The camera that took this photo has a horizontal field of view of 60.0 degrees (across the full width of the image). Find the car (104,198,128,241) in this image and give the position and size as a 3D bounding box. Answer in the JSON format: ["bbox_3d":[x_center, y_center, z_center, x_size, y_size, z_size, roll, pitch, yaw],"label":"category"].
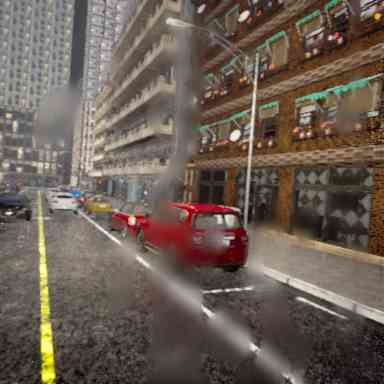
[{"bbox_3d":[-2.542,1.183,15.276,1.967,1.590,4.097,3,1,-25],"label":"car"}]

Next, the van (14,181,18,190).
[{"bbox_3d":[-23.570,-0.467,42.191,1.690,1.788,3.998,3,1,-25],"label":"van"}]

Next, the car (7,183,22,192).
[{"bbox_3d":[-30.533,-0.793,57.311,1.947,1.339,4.313,3,1,-25],"label":"car"}]

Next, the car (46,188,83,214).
[{"bbox_3d":[-9.476,0.757,24.415,1.812,1.442,4.674,4,0,-25],"label":"car"}]

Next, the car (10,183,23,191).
[{"bbox_3d":[-32.848,-0.998,62.350,1.887,1.381,4.507,3,1,-25],"label":"car"}]

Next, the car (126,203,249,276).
[{"bbox_3d":[-0.218,1.240,10.236,2.192,1.841,5.009,3,1,-25],"label":"car"}]

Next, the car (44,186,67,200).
[{"bbox_3d":[-15.476,0.283,37.464,1.812,1.442,4.674,4,1,-24],"label":"car"}]

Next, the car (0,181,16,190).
[{"bbox_3d":[-21.259,-0.185,37.154,1.967,1.590,4.097,3,1,-25],"label":"car"}]

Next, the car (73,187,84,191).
[{"bbox_3d":[-9.492,0.636,30.393,1.967,1.590,4.097,3,1,-25],"label":"car"}]

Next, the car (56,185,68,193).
[{"bbox_3d":[-25.784,-0.567,65.822,1.752,1.417,4.829,3,1,-25],"label":"car"}]

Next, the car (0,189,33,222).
[{"bbox_3d":[-9.925,0.799,18.421,1.994,1.385,4.181,4,0,-25],"label":"car"}]

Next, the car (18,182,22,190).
[{"bbox_3d":[-28.202,-0.860,52.270,2.192,1.841,5.009,3,1,-25],"label":"car"}]

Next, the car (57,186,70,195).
[{"bbox_3d":[-23.398,-0.358,60.628,1.887,1.381,4.507,3,1,-25],"label":"car"}]

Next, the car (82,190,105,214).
[{"bbox_3d":[-7.251,0.898,25.509,1.752,1.417,4.829,3,1,-25],"label":"car"}]

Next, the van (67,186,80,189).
[{"bbox_3d":[-14.120,0.172,40.470,1.690,1.788,3.998,3,1,-25],"label":"van"}]
